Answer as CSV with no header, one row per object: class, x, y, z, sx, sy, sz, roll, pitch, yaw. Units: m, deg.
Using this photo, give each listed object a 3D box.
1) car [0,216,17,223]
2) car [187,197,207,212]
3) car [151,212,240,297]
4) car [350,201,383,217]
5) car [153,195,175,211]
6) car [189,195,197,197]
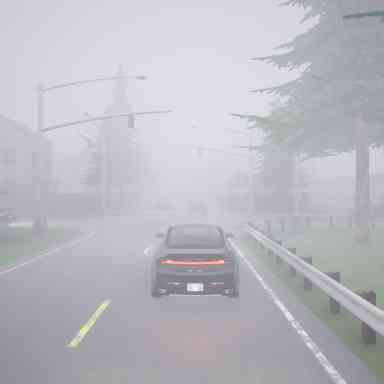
car,-14.620,1.549,23.279,4.181,1.385,1.994,0,0,0
car,0.497,1.547,35.271,2.033,1.411,5.357,0,0,-4
car,0.078,1.505,8.533,1.837,1.490,4.892,0,0,0
car,15.326,1.490,26.742,4.892,1.490,1.837,0,0,0
car,-3.525,1.505,41.726,1.837,1.490,4.892,0,0,0
car,0.193,1.352,57.750,2.097,1.767,4.553,0,0,0
